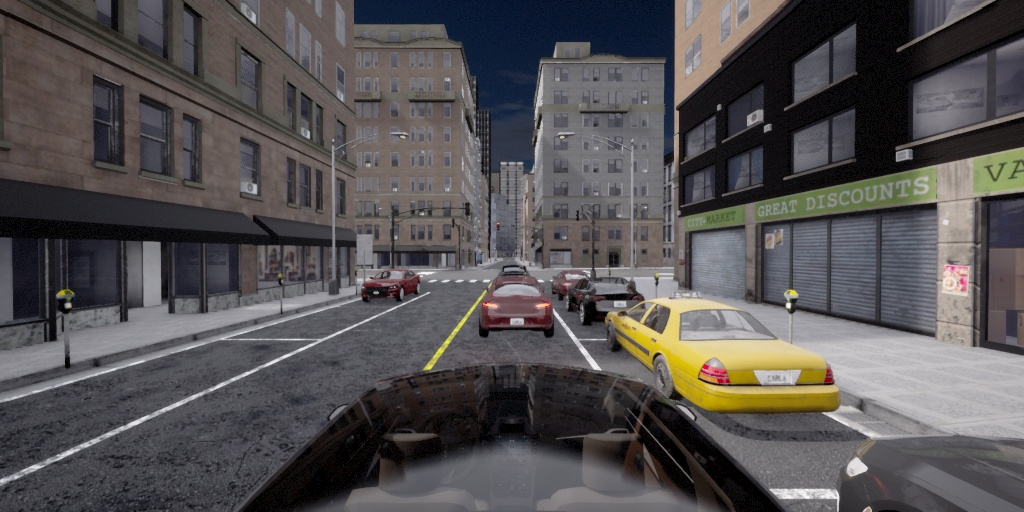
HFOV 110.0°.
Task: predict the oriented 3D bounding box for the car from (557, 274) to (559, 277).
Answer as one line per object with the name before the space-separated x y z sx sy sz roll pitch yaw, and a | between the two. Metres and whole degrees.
car | 2.889 1.327 17.189 1.802 1.307 4.207 0 0 0

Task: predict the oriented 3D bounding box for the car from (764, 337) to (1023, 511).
car | 2.872 1.301 0.431 2.007 1.370 4.403 0 0 0

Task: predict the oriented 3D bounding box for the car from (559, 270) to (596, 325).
car | 2.884 1.313 11.603 1.948 1.339 4.313 0 0 0

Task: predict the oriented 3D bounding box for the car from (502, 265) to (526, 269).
car | 0.116 1.248 20.446 1.837 1.490 4.892 0 0 0

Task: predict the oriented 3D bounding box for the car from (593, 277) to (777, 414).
car | 2.878 1.274 6.187 1.751 1.417 4.829 0 0 0

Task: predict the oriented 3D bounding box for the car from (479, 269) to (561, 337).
car | 0.102 1.273 10.167 1.812 1.442 4.674 0 0 0

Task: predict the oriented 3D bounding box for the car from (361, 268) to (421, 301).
car | -5.656 1.290 17.195 1.888 1.381 4.507 0 0 0
